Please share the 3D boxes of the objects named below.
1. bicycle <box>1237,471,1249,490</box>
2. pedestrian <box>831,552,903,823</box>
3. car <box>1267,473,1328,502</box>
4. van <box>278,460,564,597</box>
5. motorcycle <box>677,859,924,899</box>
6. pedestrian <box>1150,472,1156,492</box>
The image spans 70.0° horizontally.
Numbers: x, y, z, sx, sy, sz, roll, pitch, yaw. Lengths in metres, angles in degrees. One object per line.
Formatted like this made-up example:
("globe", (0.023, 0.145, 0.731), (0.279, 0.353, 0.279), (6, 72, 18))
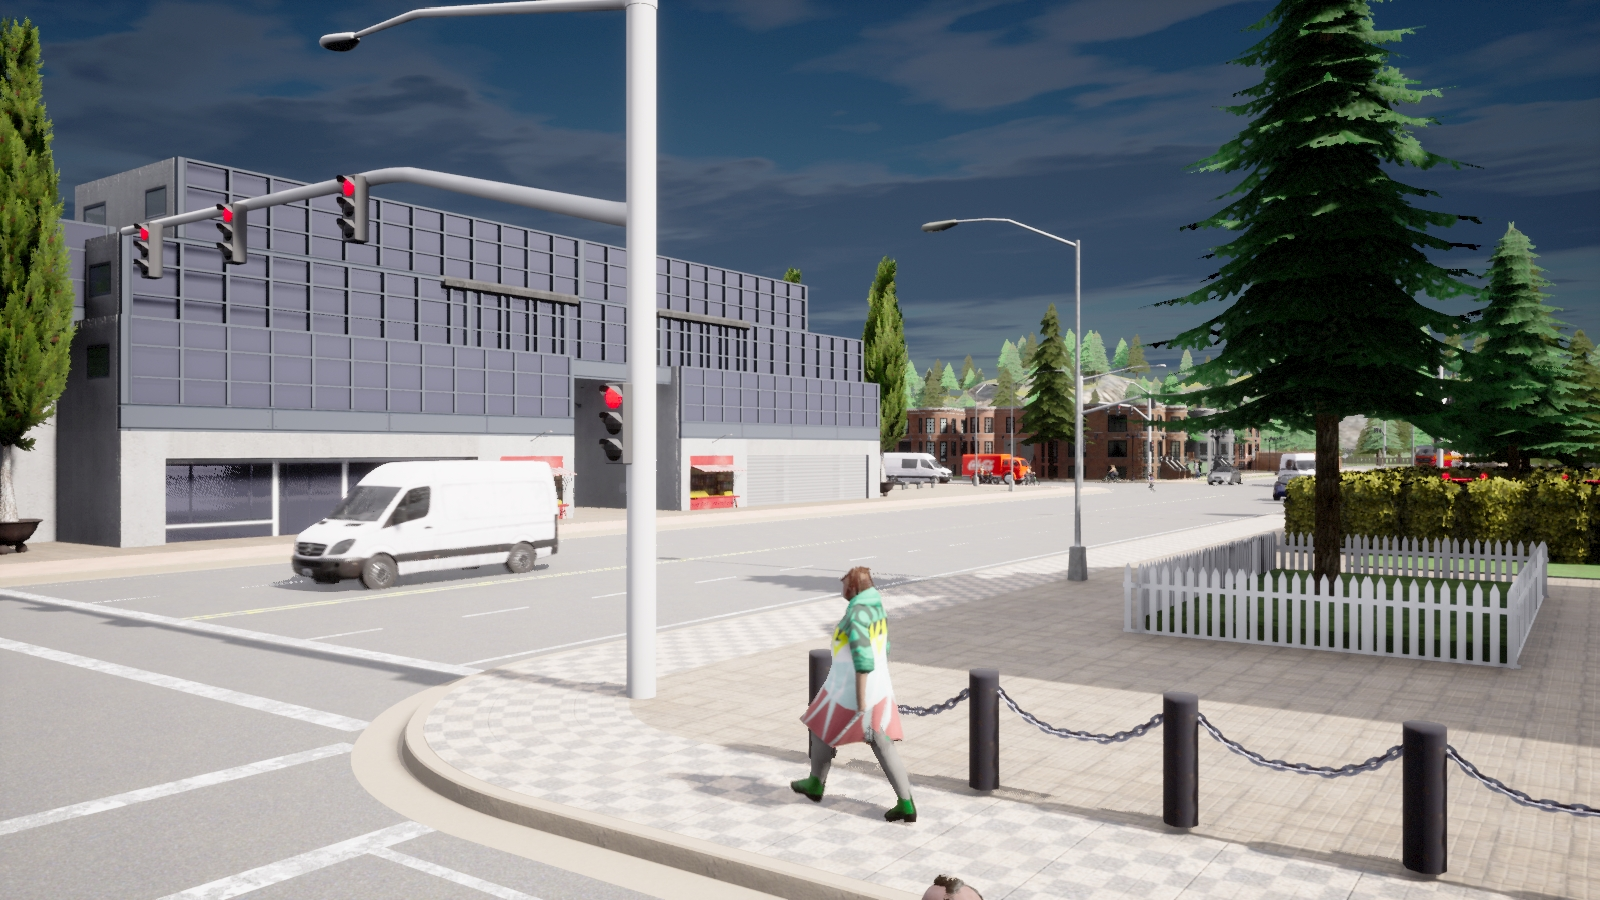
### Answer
("bicycle", (31.210, 2.156, 80.514), (0.373, 1.296, 1.643), (0, 0, 35))
("pedestrian", (0.489, 1.697, 8.302), (0.375, 1.860, 0.375), (0, 0, 36))
("car", (27.765, 2.063, 63.661), (2.163, 1.488, 4.792), (0, 0, 35))
("van", (-8.034, 1.534, 24.928), (1.988, 2.561, 5.915), (0, 0, 35))
("motorcycle", (0.509, 2.205, 3.428), (2.209, 1.251, 0.867), (0, 0, 35))
("pedestrian", (23.150, 2.128, 74.936), (0.375, 1.300, 0.375), (0, 0, 19))
